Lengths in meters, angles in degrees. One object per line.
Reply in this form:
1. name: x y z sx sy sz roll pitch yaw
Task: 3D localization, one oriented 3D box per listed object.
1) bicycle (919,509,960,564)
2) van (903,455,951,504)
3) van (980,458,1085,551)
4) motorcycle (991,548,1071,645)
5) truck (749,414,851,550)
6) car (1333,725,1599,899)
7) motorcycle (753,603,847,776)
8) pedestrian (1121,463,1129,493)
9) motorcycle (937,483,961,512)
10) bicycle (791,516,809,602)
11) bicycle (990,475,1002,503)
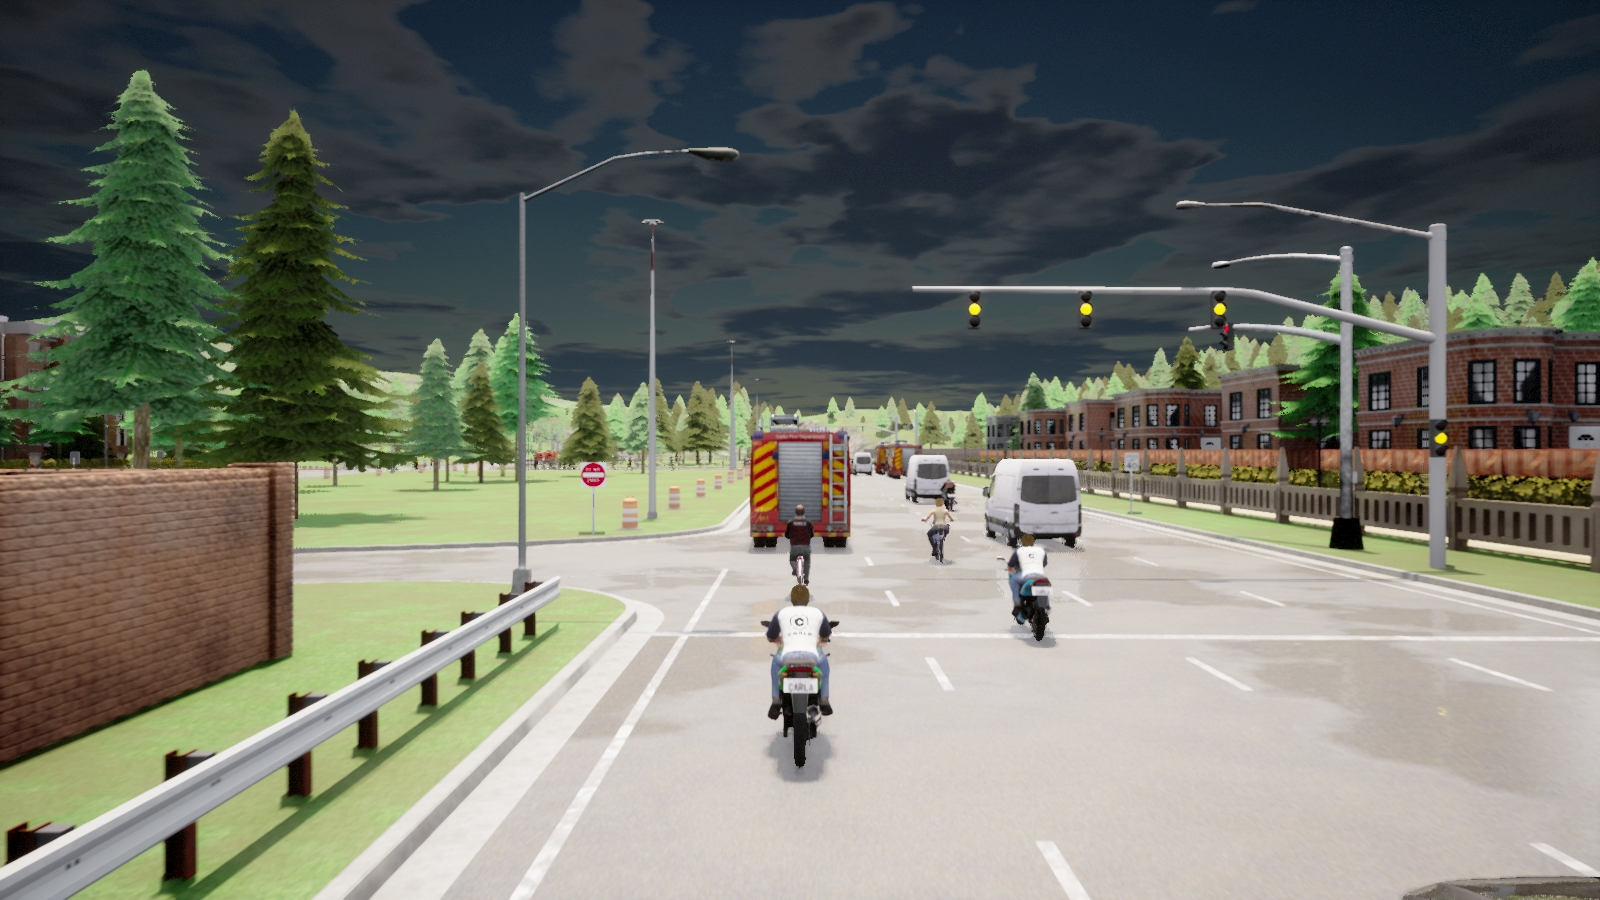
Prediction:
1. bicycle: 3.500 2.171 28.844 0.859 1.277 1.487 0 0 0
2. van: 6.996 1.564 63.401 1.988 2.561 5.915 0 0 0
3. van: 6.997 1.551 35.040 1.988 2.561 5.915 0 0 0
4. motorcycle: 3.500 2.196 17.500 0.803 1.199 2.033 0 1 0
5. truck: -0.004 0.908 36.448 2.891 3.827 8.468 0 0 0
6. car: 3.499 2.068 3.453 1.816 1.474 4.193 0 0 0
7. motorcycle: 0.000 2.193 10.840 0.803 1.199 2.033 0 1 0
8. pedestrian: 20.243 1.734 71.246 0.375 1.860 0.375 0 0 0
9. motorcycle: 7.000 2.230 53.711 0.867 1.251 2.209 0 0 0
10. bicycle: -0.006 2.071 22.031 0.329 1.471 1.835 0 0 0
11. bicycle: 10.500 2.084 61.318 0.373 1.496 1.643 0 0 0
